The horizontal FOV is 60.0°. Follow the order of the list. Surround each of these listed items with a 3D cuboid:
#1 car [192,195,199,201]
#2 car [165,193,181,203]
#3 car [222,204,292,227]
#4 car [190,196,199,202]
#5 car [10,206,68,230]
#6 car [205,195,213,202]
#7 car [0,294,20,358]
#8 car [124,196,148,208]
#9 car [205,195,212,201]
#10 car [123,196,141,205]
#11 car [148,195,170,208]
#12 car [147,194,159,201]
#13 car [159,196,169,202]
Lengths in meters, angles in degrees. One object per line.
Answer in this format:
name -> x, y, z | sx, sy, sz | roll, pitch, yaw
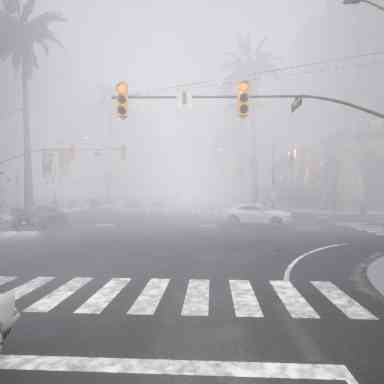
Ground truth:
car -> 0.945, 1.587, 88.355 | 1.895, 1.301, 4.718 | 0, 0, 2
car -> -3.547, 1.223, 67.606 | 2.150, 2.045, 5.566 | 0, 0, 3
car -> 4.386, 1.526, 22.745 | 4.674, 1.442, 1.812 | 0, 0, 25
car -> 0.513, 1.539, 77.923 | 2.033, 1.411, 5.357 | 0, 0, 2
car -> -9.576, 1.564, 21.111 | 1.994, 1.385, 4.181 | 0, 0, 3
car -> 4.007, 1.537, 77.722 | 2.033, 1.411, 5.357 | 0, 0, 2
car -> -3.436, 1.601, 2.542 | 1.895, 1.301, 4.718 | 0, 0, 3
car -> -8.204, 1.547, 47.320 | 2.033, 1.411, 5.357 | 0, 0, 3
car -> 4.441, 1.492, 88.180 | 1.837, 1.490, 4.892 | 0, 0, 2
car -> -10.662, 1.513, 59.574 | 2.161, 1.482, 4.786 | 0, 0, 2
car -> -4.687, 1.547, 48.055 | 2.033, 1.411, 5.357 | 0, 0, -1
car -> -9.447, 1.354, 81.472 | 2.185, 1.767, 4.553 | 0, 0, 2
car -> -6.505, 1.592, 77.630 | 1.895, 1.301, 4.718 | 0, 0, 2
